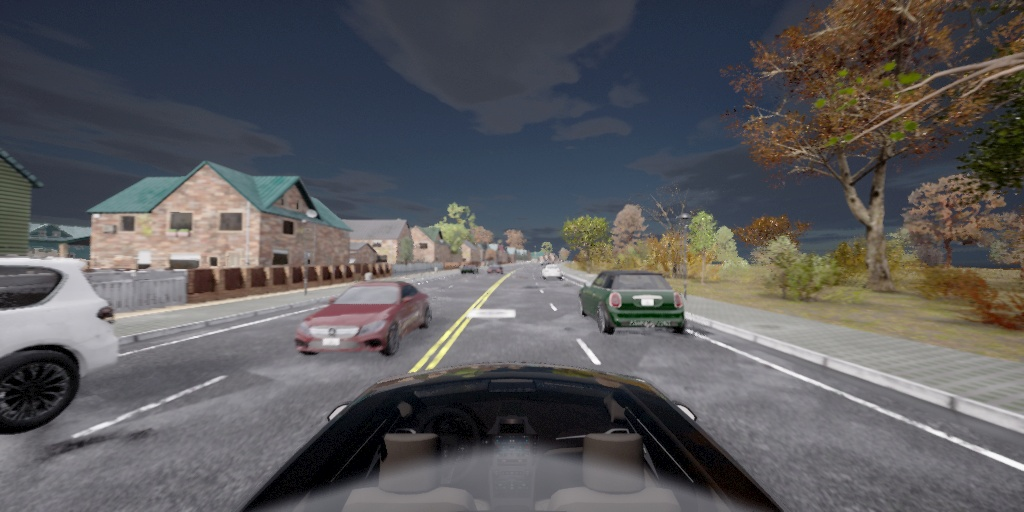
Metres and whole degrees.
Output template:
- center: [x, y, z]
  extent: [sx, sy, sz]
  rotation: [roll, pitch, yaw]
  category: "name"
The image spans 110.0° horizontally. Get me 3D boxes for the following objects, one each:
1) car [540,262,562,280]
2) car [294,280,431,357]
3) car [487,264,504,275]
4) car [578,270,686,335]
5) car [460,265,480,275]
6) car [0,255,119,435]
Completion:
- center: [4.068, 1.652, 37.146]
  extent: [1.812, 1.442, 4.674]
  rotation: [0, 0, 2]
  category: "car"
- center: [-3.299, 1.351, 8.915]
  extent: [1.812, 1.442, 4.674]
  rotation: [0, -1, 1]
  category: "car"
- center: [-2.152, 1.801, 47.533]
  extent: [1.994, 1.385, 4.181]
  rotation: [0, -1, 3]
  category: "car"
- center: [3.419, 1.204, 11.111]
  extent: [2.097, 1.767, 4.553]
  rotation: [0, -1, 1]
  category: "car"
- center: [-5.455, 1.830, 46.691]
  extent: [1.895, 1.301, 4.718]
  rotation: [0, -1, 3]
  category: "car"
- center: [-6.589, 0.978, 2.640]
  extent: [2.150, 2.045, 5.566]
  rotation: [0, -1, 0]
  category: "car"
